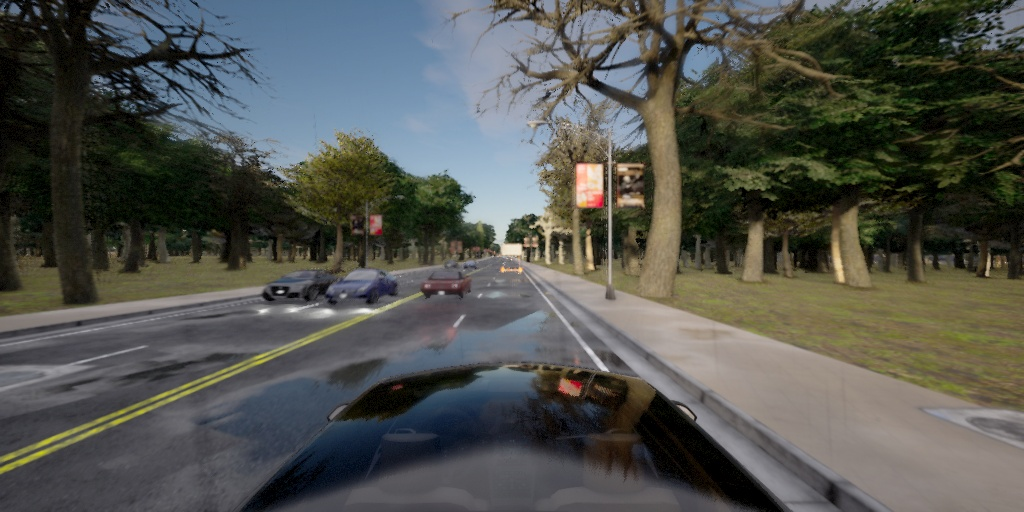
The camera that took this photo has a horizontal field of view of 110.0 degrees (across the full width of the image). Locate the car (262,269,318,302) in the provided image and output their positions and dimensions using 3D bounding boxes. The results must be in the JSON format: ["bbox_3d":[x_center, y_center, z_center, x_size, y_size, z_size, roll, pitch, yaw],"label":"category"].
[{"bbox_3d":[-9.854,1.342,17.230,1.994,1.385,4.181,0,0,0],"label":"car"}]

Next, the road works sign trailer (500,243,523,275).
[{"bbox_3d":[-0.041,0.310,41.218,2.380,3.560,2.880,0,0,0],"label":"road works sign trailer"}]

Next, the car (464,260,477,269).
[{"bbox_3d":[-6.648,1.419,57.788,1.812,1.442,4.674,0,0,0],"label":"car"}]

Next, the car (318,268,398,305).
[{"bbox_3d":[-6.604,1.301,16.366,1.812,1.442,4.674,0,0,0],"label":"car"}]

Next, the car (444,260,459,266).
[{"bbox_3d":[-9.900,1.388,58.971,2.128,1.511,4.902,0,0,0],"label":"car"}]

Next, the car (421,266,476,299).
[{"bbox_3d":[-3.155,1.381,18.258,1.895,1.301,4.718,0,0,0],"label":"car"}]
